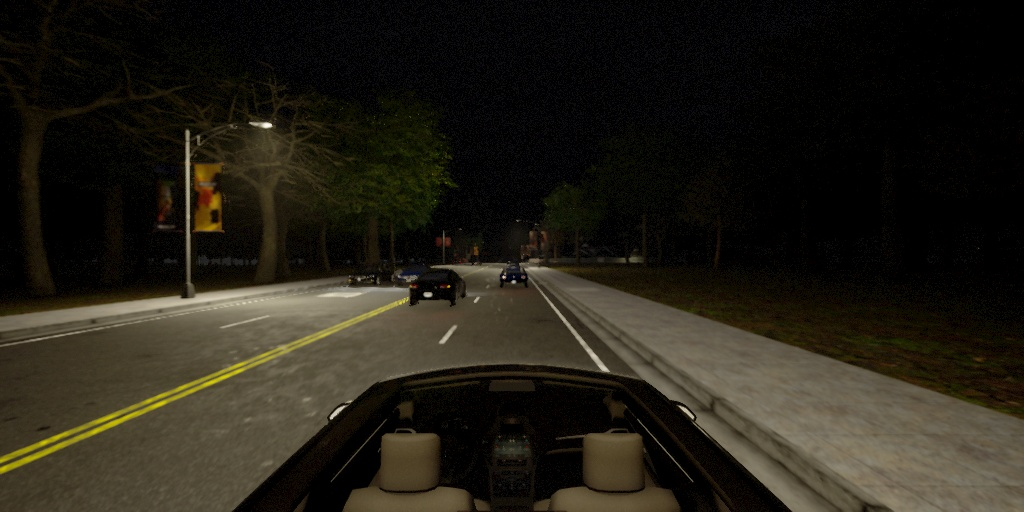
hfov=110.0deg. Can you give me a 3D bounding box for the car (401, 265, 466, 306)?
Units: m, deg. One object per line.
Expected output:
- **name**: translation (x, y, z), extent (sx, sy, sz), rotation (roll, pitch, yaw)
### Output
- **car**: translation (-3.141, 1.285, 15.691), extent (1.812, 1.442, 4.674), rotation (0, 0, 0)

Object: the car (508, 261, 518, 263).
- **car**: translation (0.123, 1.357, 43.749), extent (2.033, 1.411, 5.357), rotation (0, 0, 0)

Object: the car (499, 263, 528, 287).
- **car**: translation (0.115, 1.371, 24.959), extent (1.895, 1.301, 4.718), rotation (0, 0, 0)

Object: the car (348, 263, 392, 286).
- **car**: translation (-9.832, 1.276, 25.498), extent (1.837, 1.490, 4.892), rotation (0, 0, 0)

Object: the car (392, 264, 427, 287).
- **car**: translation (-6.582, 1.296, 25.150), extent (1.812, 1.442, 4.674), rotation (0, 0, 0)
